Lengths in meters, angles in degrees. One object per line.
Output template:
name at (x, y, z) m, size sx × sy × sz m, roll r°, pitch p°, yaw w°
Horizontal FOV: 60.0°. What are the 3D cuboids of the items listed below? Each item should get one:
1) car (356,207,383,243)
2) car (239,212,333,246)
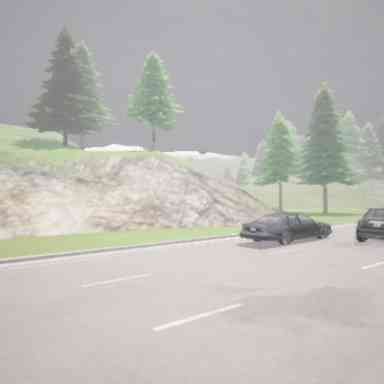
car at (9.710, 1.456, 15.709) m, size 4.553 × 1.767 × 2.097 m, roll 0°, pitch -1°, yaw -38°
car at (4.702, 1.702, 16.268) m, size 5.357 × 1.411 × 2.033 m, roll 0°, pitch -1°, yaw -37°
